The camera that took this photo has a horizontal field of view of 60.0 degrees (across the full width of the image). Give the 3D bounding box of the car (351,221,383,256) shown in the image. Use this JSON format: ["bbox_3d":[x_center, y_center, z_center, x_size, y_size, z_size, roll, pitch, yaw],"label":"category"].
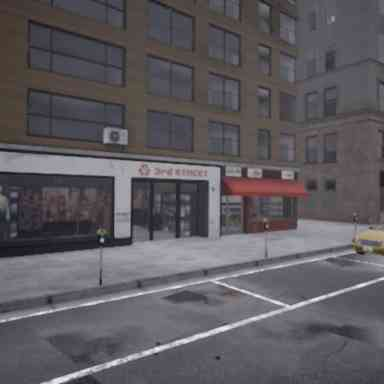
[{"bbox_3d":[7.763,1.569,12.385,4.829,1.417,1.752,0,0,-36],"label":"car"}]
